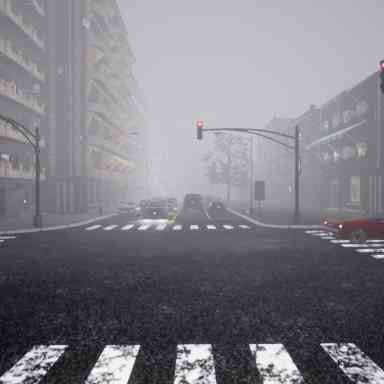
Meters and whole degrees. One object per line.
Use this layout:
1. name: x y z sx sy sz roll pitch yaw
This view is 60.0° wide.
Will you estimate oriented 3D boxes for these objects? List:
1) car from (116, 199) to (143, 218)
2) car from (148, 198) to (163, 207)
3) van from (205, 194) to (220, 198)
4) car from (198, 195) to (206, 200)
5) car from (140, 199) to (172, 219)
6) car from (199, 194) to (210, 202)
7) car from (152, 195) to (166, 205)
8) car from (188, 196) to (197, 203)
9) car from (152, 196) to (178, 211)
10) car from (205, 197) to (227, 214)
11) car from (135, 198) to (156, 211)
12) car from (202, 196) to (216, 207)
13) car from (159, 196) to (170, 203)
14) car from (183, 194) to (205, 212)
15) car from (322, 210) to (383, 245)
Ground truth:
1. car: -5.688 1.543 30.158 2.008 1.369 4.403 0 0 0
2. car: -5.683 1.562 52.293 1.802 1.307 4.206 0 0 0
3. van: 2.694 1.327 41.216 1.690 1.788 3.998 0 0 0
4. car: 2.705 1.496 91.018 1.887 1.381 4.507 0 0 0
5. car: -3.103 1.556 29.319 1.994 1.385 4.181 0 0 -1
6. car: 2.700 1.280 74.418 2.192 1.841 5.009 0 0 0
7. car: -5.683 1.417 57.826 1.967 1.590 4.097 0 0 0
8. car: 0.113 1.570 69.771 1.895 1.301 4.718 0 0 0
9. car: -3.092 1.535 38.666 2.033 1.411 5.357 0 0 0
10. car: 2.695 1.555 35.683 1.947 1.339 4.313 0 0 0
11. car: -5.685 1.531 41.225 1.887 1.381 4.507 0 0 0
12. car: 2.697 1.420 52.284 1.967 1.590 4.097 0 0 0
13. car: -5.680 1.552 68.893 1.802 1.307 4.206 0 0 0
14. car: 0.101 1.208 39.087 2.150 2.045 5.566 0 0 0
15. car: 8.118 1.426 14.135 4.718 1.301 1.895 -1 1 -1
